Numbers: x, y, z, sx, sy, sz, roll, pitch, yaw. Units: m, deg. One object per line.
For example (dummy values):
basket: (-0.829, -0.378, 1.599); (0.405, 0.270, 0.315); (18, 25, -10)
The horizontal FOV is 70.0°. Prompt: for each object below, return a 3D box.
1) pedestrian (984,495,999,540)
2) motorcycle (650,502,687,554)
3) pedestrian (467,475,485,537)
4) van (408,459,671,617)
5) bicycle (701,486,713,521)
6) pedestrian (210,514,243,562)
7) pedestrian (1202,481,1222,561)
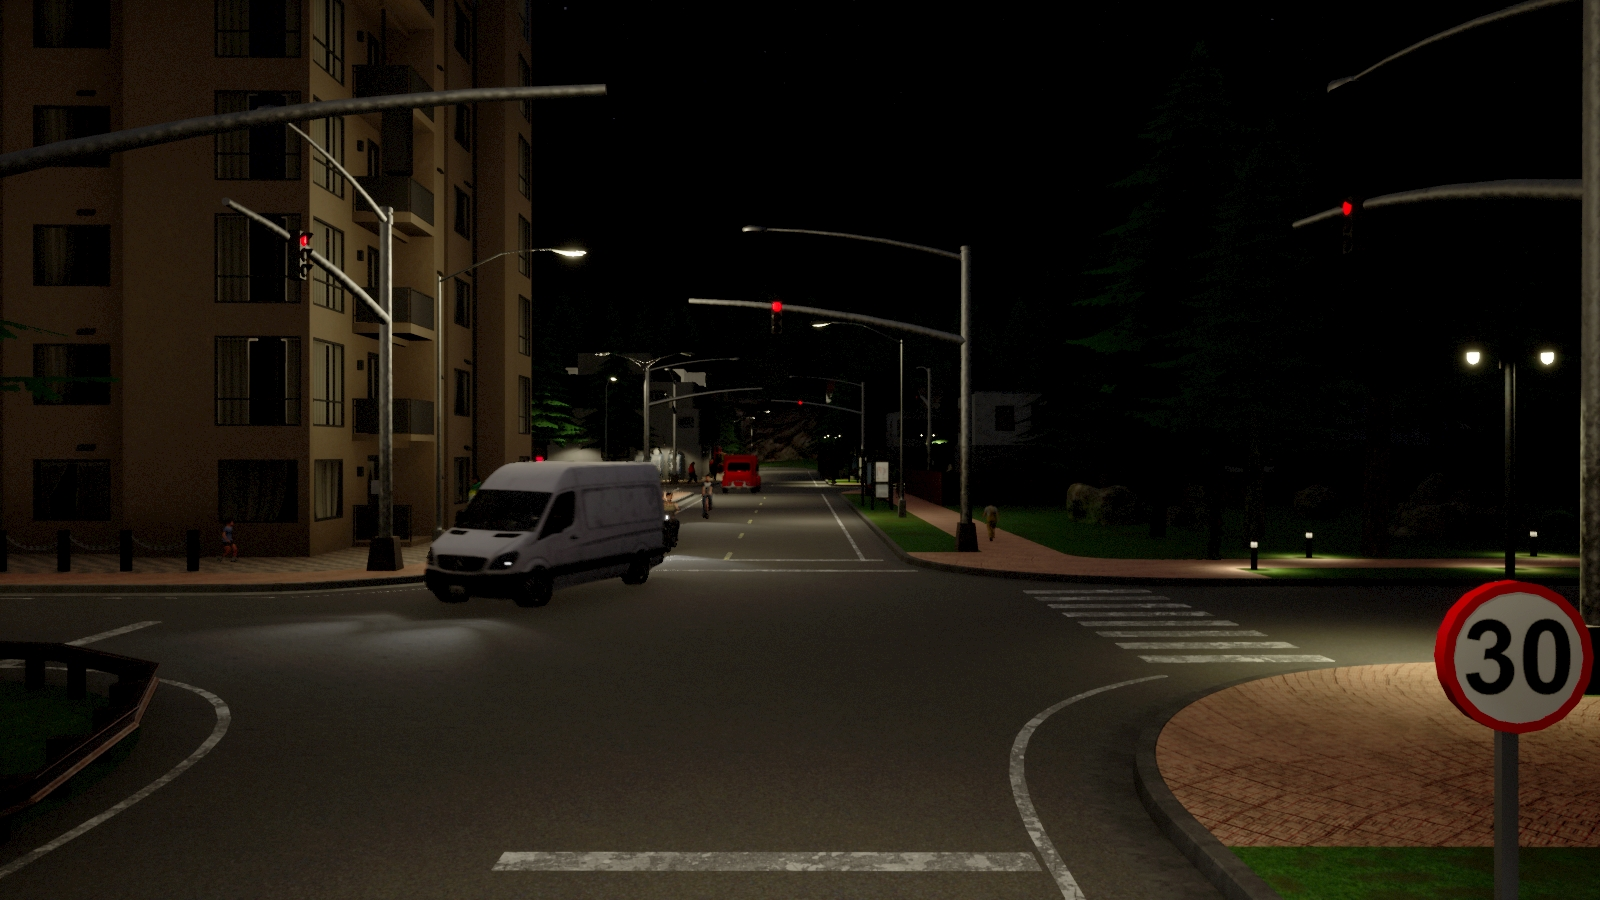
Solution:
pedestrian: (5.577, 1.956, 33.250); (0.375, 1.300, 0.375); (0, 0, 0)
motorcycle: (-3.642, 2.150, 31.799); (0.764, 1.277, 2.356); (0, 0, 0)
pedestrian: (-9.739, 1.677, 34.321); (0.375, 1.860, 0.375); (0, 0, 39)
van: (-4.834, 1.514, 22.413); (1.988, 2.561, 5.915); (2, 1, 22)
bicycle: (-3.714, 2.127, 45.703); (0.373, 1.314, 1.643); (0, 0, 0)
pedestrian: (-13.437, 2.057, 26.768); (0.500, 1.100, 0.500); (0, 0, 4)
pedestrian: (9.731, 1.665, 27.001); (0.375, 1.860, 0.375); (0, 0, 10)
